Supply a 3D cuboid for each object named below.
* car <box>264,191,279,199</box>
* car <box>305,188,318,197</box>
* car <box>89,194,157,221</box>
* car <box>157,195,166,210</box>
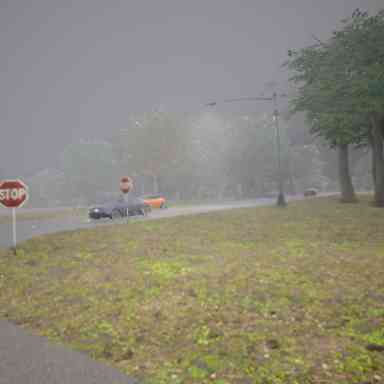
[{"bbox_3d":[15.413,0.558,63.265,2.033,1.411,5.357,-4,-1,34],"label":"car"},{"bbox_3d":[23.147,0.045,64.357,1.882,1.535,5.008,-4,-1,28],"label":"car"},{"bbox_3d":[-4.598,1.051,21.633,1.994,1.385,4.181,-4,-1,34],"label":"car"},{"bbox_3d":[-4.687,1.052,33.901,2.097,1.767,4.553,-4,-1,34],"label":"car"}]
